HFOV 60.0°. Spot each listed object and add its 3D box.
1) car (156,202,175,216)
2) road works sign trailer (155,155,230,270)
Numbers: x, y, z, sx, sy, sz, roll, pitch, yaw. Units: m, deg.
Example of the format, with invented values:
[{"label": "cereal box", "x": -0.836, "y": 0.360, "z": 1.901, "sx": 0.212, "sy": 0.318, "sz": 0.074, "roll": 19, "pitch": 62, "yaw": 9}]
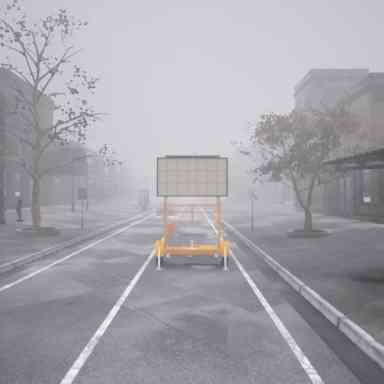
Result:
[{"label": "car", "x": -2.975, "y": 1.872, "z": 37.940, "sx": 1.837, "sy": 1.490, "sz": 4.892, "roll": 0, "pitch": -1, "yaw": 0}, {"label": "road works sign trailer", "x": 0.008, "y": 0.560, "z": 11.359, "sx": 2.380, "sy": 3.560, "sz": 2.880, "roll": 0, "pitch": -1, "yaw": 0}]
